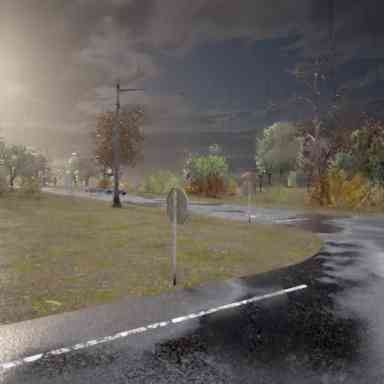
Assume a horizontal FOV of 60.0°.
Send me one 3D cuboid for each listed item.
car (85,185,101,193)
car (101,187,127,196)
[{"bbox_3d":[-17.759,-0.550,59.792,2.128,1.511,4.902,0,2,-36],"label":"car"},{"bbox_3d":[-11.943,-0.120,51.694,1.895,1.301,4.718,0,2,-36],"label":"car"}]
